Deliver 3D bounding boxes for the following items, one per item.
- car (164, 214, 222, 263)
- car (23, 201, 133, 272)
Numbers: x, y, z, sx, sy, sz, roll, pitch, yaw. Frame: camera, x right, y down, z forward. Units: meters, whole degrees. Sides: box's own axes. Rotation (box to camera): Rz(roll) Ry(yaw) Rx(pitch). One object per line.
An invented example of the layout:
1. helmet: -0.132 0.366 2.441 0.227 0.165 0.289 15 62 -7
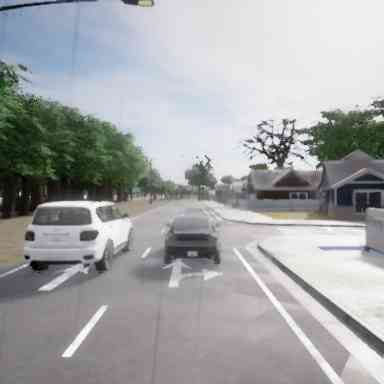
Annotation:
1. car: 0.035 1.594 12.336 1.837 1.490 4.892 0 0 1
2. car: -3.477 1.306 11.245 2.150 2.045 5.566 0 0 0
